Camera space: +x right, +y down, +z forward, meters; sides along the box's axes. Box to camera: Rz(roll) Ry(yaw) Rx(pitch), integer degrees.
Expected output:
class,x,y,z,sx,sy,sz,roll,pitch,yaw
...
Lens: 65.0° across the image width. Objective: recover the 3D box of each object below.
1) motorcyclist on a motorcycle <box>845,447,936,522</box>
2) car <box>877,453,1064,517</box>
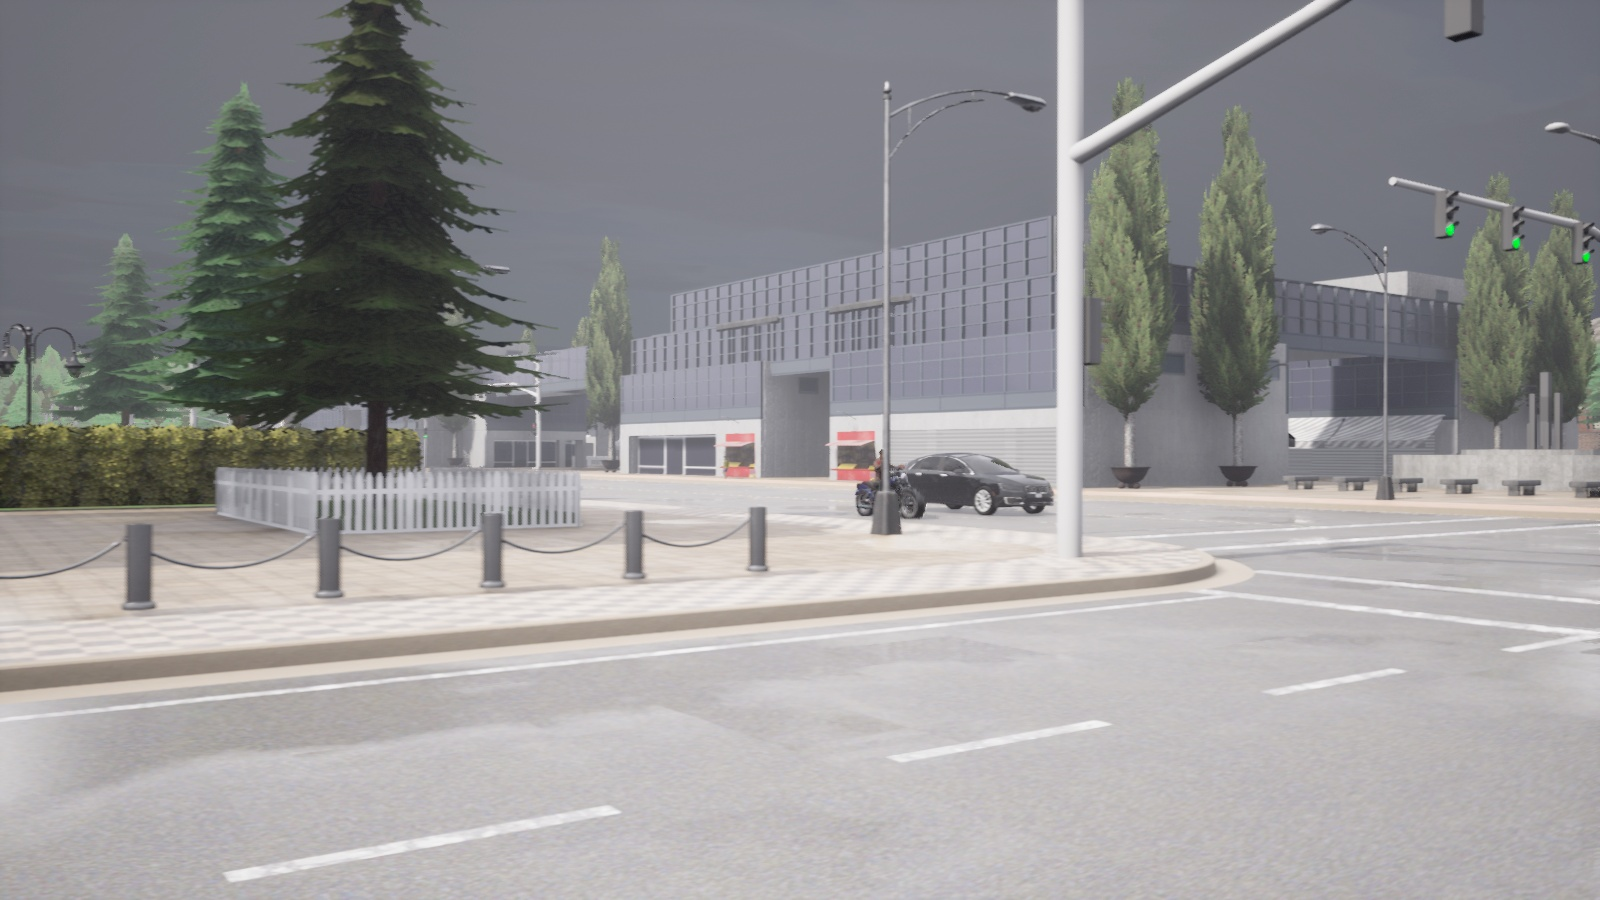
class,x,y,z,sx,sy,sz,roll,pitch,yaw
motorcyclist on a motorcycle,2.033,0.761,28.671,0.766,1.649,2.350,0,0,-35
car,4.198,0.818,31.684,1.837,1.490,4.892,0,0,-35
